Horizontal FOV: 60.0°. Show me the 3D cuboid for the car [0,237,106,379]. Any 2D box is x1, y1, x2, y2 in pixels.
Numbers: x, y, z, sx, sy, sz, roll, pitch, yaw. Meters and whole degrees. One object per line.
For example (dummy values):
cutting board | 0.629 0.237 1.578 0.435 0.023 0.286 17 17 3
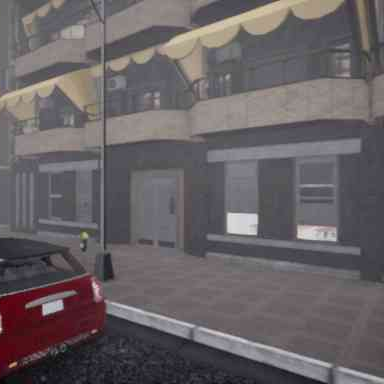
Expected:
car | -3.288 1.438 5.211 4.097 1.590 1.967 0 0 35
